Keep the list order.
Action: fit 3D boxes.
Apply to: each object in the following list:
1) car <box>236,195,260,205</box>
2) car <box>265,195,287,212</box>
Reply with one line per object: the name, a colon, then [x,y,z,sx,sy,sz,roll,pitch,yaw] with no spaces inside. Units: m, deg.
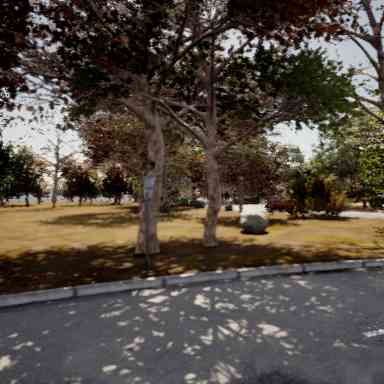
car: [9.020,1.240,53.432,2.128,1.511,4.902,0,-1,42]
car: [9.498,1.129,32.430,2.097,1.767,4.553,0,1,-42]
